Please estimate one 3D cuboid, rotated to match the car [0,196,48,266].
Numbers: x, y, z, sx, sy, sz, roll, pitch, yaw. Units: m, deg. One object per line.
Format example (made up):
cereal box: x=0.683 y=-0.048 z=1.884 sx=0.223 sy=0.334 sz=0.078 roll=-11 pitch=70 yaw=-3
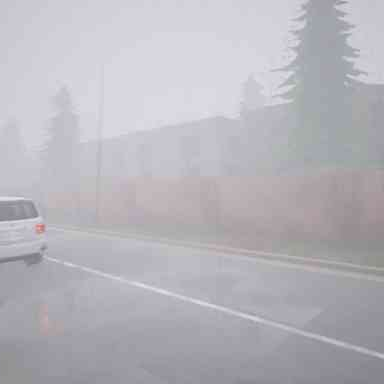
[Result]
car: x=-6.438 y=1.158 z=10.065 sx=5.566 sy=2.045 sz=2.150 roll=0 pitch=2 yaw=42
